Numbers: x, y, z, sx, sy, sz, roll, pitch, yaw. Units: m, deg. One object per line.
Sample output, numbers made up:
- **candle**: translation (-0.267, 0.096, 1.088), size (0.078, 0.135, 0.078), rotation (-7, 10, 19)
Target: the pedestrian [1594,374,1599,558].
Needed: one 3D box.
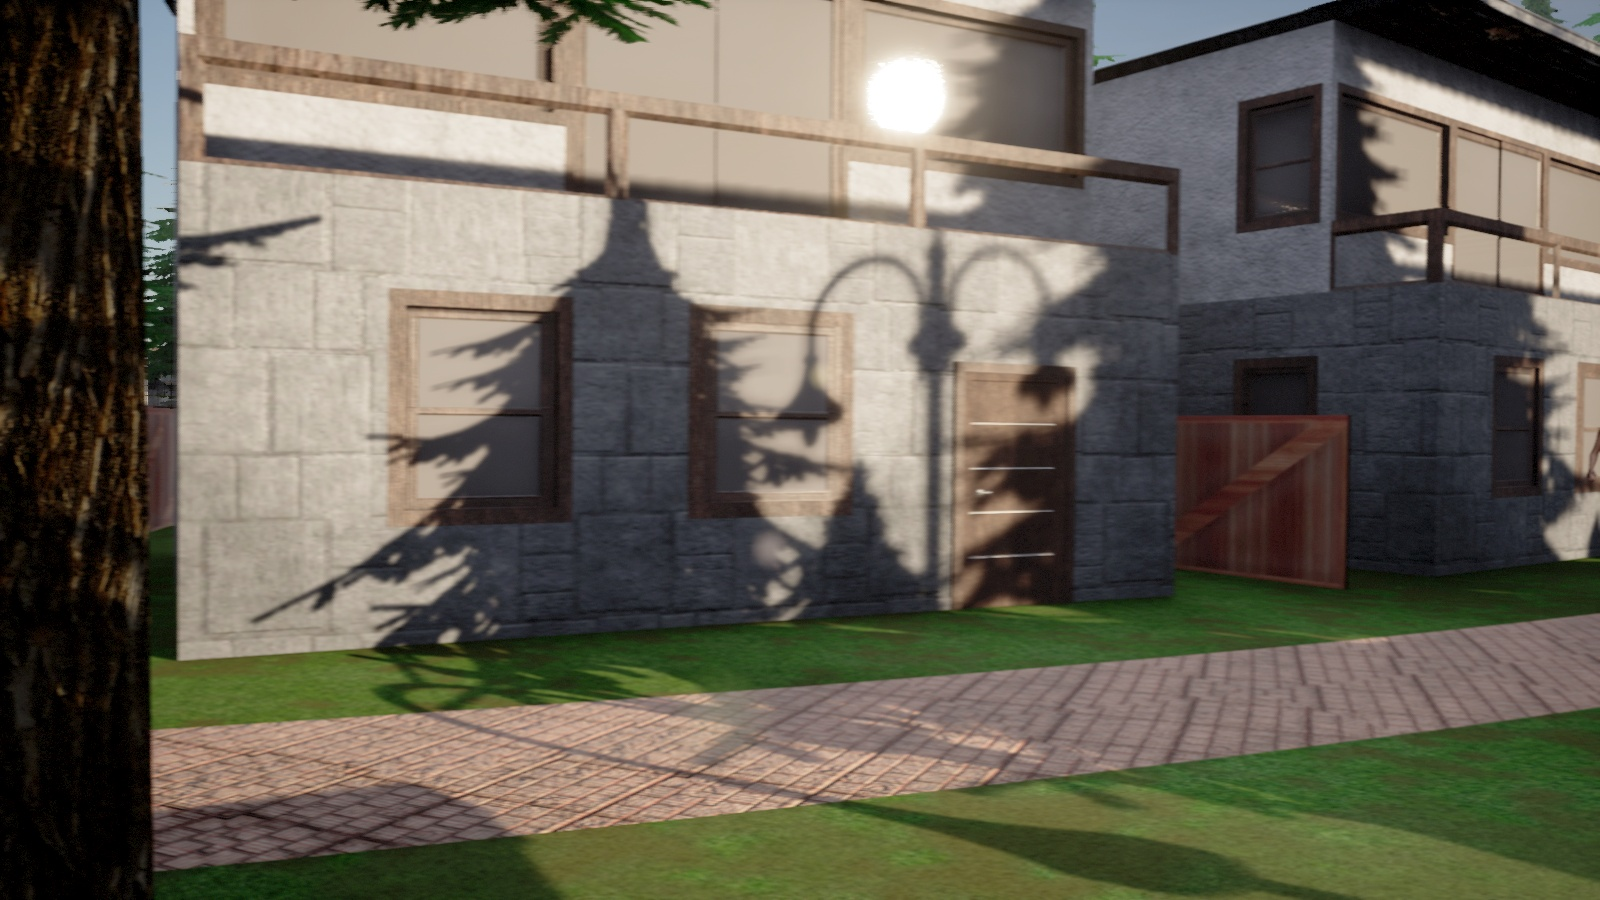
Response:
- **pedestrian**: translation (8.274, 0.156, 12.601), size (0.594, 1.836, 0.345), rotation (-1, 1, -39)
